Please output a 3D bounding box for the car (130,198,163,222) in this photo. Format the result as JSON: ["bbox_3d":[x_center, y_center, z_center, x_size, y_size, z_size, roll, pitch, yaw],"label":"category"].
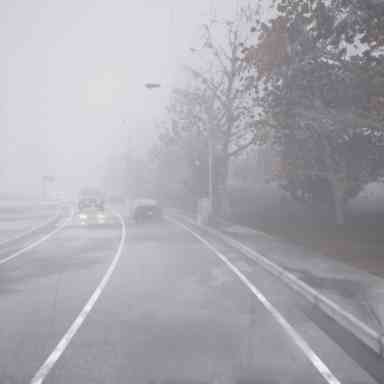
[{"bbox_3d":[-3.358,1.190,23.980,1.882,1.535,5.008,1,1,-15],"label":"car"}]

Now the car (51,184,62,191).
[{"bbox_3d":[-27.636,-0.953,67.868,1.895,1.301,4.718,1,2,-28],"label":"car"}]

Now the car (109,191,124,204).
[{"bbox_3d":[-9.612,0.642,40.863,1.812,1.442,4.674,1,2,-24],"label":"car"}]

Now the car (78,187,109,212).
[{"bbox_3d":[-9.361,0.642,30.875,2.150,2.045,5.566,1,2,-20],"label":"car"}]
